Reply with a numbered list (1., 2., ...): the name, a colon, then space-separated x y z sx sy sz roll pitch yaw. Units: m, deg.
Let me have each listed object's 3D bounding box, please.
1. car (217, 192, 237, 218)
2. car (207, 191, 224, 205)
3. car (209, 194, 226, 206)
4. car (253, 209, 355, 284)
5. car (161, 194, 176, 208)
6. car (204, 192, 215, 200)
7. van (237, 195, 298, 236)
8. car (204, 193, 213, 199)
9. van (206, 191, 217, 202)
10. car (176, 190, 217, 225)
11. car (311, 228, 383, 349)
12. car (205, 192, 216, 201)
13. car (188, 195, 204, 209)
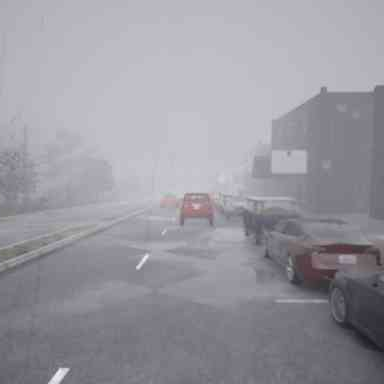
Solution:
1. car: 3.519 1.142 31.525 2.185 1.767 4.553 0 0 1
2. car: 3.732 0.866 53.558 2.435 2.045 5.566 0 0 1
3. car: 3.680 1.154 48.127 2.097 1.535 5.008 0 0 1
4. car: 3.307 1.449 9.363 2.163 1.488 4.792 0 0 1
5. car: -2.757 1.056 42.568 2.097 1.767 4.553 0 0 1
6. car: 3.946 0.840 75.723 2.185 1.767 4.553 0 0 1
7. van: 3.360 1.155 14.973 1.878 1.987 4.442 0 0 1
8. car: 3.999 0.969 81.153 2.002 1.452 4.674 0 0 1
9. van: 3.841 0.814 64.821 1.878 1.987 4.442 0 0 1
10. car: 0.311 1.059 22.992 2.150 2.045 5.566 0 0 1
11. car: 3.271 1.497 3.867 2.002 1.452 4.674 2 0 0
12. car: 3.893 0.878 70.199 2.185 1.767 4.553 0 0 1
13. car: 0.489 1.195 41.255 1.882 1.535 5.008 0 1 1
